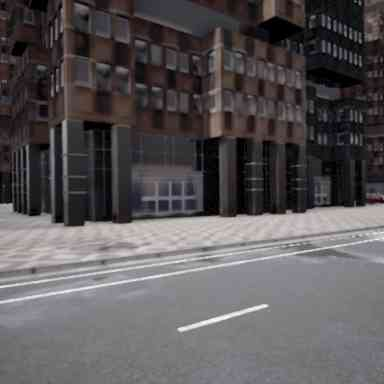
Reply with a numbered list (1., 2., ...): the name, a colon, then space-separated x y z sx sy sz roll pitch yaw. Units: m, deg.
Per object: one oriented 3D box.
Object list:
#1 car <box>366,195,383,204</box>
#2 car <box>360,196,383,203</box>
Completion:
1. car: 34.505 1.468 61.215 2.192 1.841 5.009 -1 1 -36
2. car: 38.296 1.627 70.583 1.802 1.307 4.206 -1 1 -36
